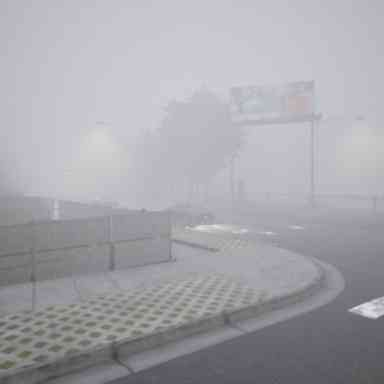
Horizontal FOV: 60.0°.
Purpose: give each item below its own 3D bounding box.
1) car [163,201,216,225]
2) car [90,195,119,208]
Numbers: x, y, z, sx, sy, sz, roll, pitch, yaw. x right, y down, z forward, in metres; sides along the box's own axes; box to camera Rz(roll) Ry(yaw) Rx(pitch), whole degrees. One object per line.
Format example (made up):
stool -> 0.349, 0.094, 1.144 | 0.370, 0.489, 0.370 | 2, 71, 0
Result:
car -> -0.284, 1.322, 22.065 | 1.994, 1.385, 4.181 | -1, 1, -35
car -> -9.661, 1.033, 36.316 | 2.033, 1.411, 5.357 | -1, 1, -32
